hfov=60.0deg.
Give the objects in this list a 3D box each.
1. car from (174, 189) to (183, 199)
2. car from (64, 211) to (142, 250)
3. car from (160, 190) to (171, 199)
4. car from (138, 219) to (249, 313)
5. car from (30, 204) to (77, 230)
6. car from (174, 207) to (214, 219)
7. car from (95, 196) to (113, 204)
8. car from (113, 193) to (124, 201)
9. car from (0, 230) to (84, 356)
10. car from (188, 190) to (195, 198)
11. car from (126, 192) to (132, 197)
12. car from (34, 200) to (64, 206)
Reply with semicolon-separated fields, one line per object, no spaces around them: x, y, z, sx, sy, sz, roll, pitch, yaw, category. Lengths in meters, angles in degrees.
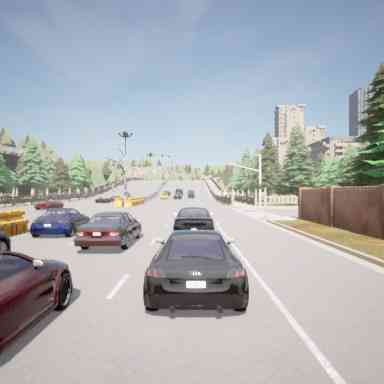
-3.697;0.903;86.888;2.097;1.767;4.553;0;3;0;car
-3.409;1.547;14.371;2.033;1.411;5.357;0;0;0;car
-7.198;1.024;86.902;1.882;1.535;5.008;0;3;0;car
0.088;1.564;7.740;1.994;1.385;4.181;0;0;1;car
-6.919;1.564;17.931;1.994;1.385;4.181;0;0;0;car
0.084;1.478;16.730;1.882;1.535;5.008;0;0;0;car
-17.591;1.601;65.290;1.895;1.301;4.718;0;0;0;car
-17.626;1.497;75.996;2.033;1.411;5.357;0;0;0;car
-3.410;1.564;5.131;1.994;1.385;4.181;0;0;0;car
-0.218;0.839;90.060;1.837;1.490;4.892;0;4;0;car
-17.723;0.726;90.732;1.812;1.442;4.674;0;3;0;car
-17.643;1.601;41.112;1.895;1.301;4.718;0;0;0;car
